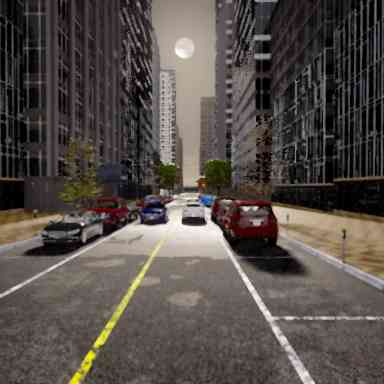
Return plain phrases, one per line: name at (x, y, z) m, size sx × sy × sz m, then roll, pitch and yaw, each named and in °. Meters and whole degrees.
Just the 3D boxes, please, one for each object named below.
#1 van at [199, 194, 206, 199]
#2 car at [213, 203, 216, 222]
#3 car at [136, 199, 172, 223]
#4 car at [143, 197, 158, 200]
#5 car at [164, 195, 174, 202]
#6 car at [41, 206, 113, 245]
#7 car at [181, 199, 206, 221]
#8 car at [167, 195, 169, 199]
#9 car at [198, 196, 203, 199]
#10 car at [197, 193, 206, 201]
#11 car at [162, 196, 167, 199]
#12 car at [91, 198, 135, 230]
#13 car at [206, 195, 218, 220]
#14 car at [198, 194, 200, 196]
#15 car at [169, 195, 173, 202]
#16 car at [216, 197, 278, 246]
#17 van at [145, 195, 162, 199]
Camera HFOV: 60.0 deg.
van at (2.564, 1.343, 54.851) m, size 1.690 × 1.788 × 3.998 m, roll -1°, pitch 0°, yaw 0°
car at (2.527, 1.579, 20.959) m, size 1.802 × 1.307 × 4.206 m, roll -1°, pitch 0°, yaw 0°
car at (-2.777, 1.522, 25.401) m, size 1.812 × 1.442 × 4.674 m, roll 0°, pitch 0°, yaw 1°
car at (-5.316, 1.580, 37.877) m, size 1.802 × 1.307 × 4.206 m, roll -1°, pitch 0°, yaw 0°
car at (-5.309, 1.450, 77.417) m, size 1.967 × 1.590 × 4.097 m, roll -1°, pitch 0°, yaw 0°
car at (-5.321, 1.547, 15.283) m, size 2.008 × 1.369 × 4.403 m, roll -1°, pitch 0°, yaw 0°
car at (0.103, 1.522, 27.106) m, size 1.812 × 1.442 × 4.674 m, roll 0°, pitch 0°, yaw 0°
car at (-5.313, 1.546, 54.823) m, size 1.887 × 1.381 × 4.507 m, roll -1°, pitch 0°, yaw 0°
car at (0.111, 1.563, 43.116) m, size 1.994 × 1.385 × 4.181 m, roll 0°, pitch 0°, yaw 0°
car at (2.571, 1.332, 88.743) m, size 2.192 × 1.841 × 5.009 m, roll -1°, pitch 0°, yaw 0°
car at (-5.317, 1.315, 49.174) m, size 2.192 × 1.841 × 5.009 m, roll -1°, pitch 0°, yaw 0°
car at (-5.324, 1.311, 20.931) m, size 2.192 × 1.841 × 5.009 m, roll -1°, pitch 0°, yaw 0°
car at (2.525, 1.312, 26.608) m, size 2.192 × 1.841 × 5.009 m, roll -1°, pitch 0°, yaw 0°
car at (2.570, 1.557, 66.149) m, size 2.008 × 1.369 × 4.403 m, roll -1°, pitch 0°, yaw 0°
car at (-5.310, 1.587, 66.120) m, size 1.802 × 1.307 × 4.206 m, roll -1°, pitch 0°, yaw 0°
car at (2.522, 1.312, 15.310) m, size 2.192 × 1.841 × 5.009 m, roll -1°, pitch 0°, yaw 0°
van at (-5.318, 1.340, 43.525) m, size 1.690 × 1.788 × 3.998 m, roll -1°, pitch 0°, yaw 0°
